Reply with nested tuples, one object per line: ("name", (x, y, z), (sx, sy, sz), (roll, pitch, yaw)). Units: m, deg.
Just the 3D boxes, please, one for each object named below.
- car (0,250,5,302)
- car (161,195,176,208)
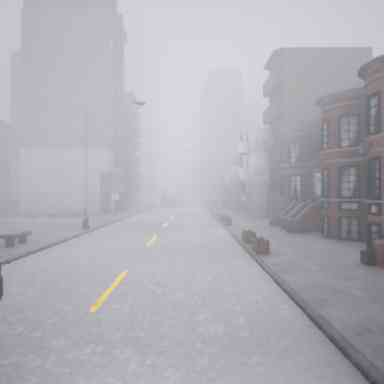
("car", (-4.100, 1.240, 3.121), (2.150, 2.045, 5.566), (0, 0, 0))
("car", (-3.853, 1.517, 54.629), (2.150, 2.045, 5.566), (0, 0, -3))
